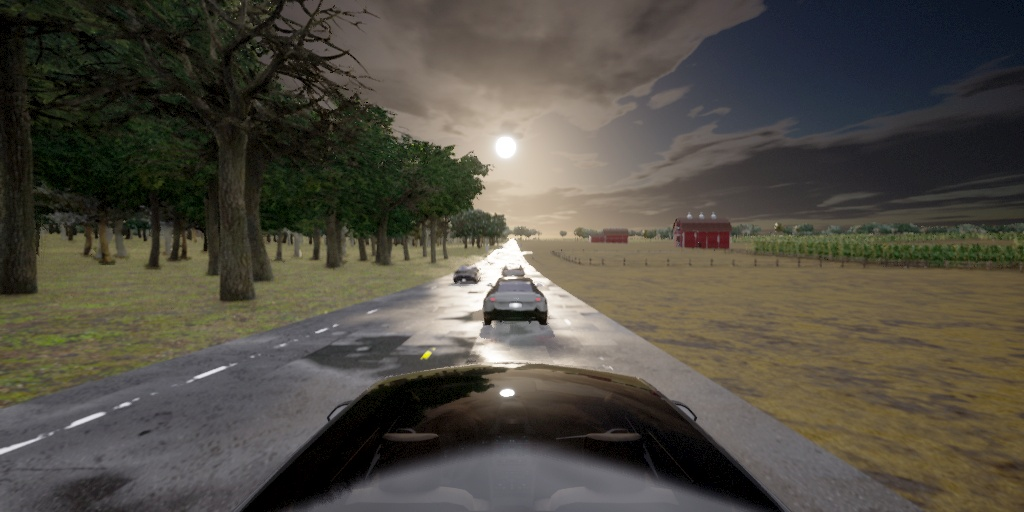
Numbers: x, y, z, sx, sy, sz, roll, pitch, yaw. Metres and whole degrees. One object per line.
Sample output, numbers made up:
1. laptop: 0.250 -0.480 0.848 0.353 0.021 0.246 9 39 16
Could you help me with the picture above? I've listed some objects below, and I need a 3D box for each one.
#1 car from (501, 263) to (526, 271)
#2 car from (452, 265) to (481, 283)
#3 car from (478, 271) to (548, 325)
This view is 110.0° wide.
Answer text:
1. car: 0.094 1.363 29.897 2.128 1.511 4.902 0 0 0
2. car: -3.606 1.421 29.511 2.033 1.411 5.357 0 0 0
3. car: 0.097 1.394 12.229 1.994 1.385 4.181 0 0 0
